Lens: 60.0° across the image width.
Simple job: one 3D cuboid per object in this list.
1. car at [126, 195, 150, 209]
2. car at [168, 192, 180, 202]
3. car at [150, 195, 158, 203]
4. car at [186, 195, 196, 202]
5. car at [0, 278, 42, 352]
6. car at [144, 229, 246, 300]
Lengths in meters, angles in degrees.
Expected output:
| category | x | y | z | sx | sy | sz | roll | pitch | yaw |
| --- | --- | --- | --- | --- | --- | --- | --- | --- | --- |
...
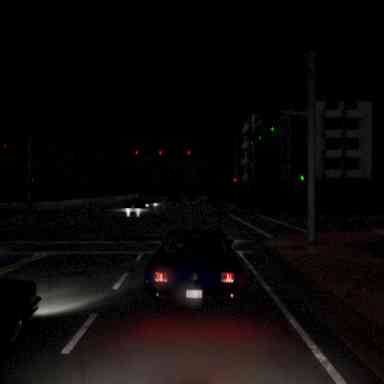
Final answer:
| category | x | y | z | sx | sy | sz | roll | pitch | yaw |
| --- | --- | --- | --- | --- | --- | --- | --- | --- | --- |
| car | -7.178 | 1.365 | 43.298 | 2.033 | 1.411 | 5.357 | 0 | 0 | 0 |
| car | -3.647 | 0.935 | 67.334 | 2.150 | 2.045 | 5.566 | 0 | 0 | 0 |
| car | -7.170 | 1.252 | 60.069 | 1.837 | 1.490 | 4.892 | 0 | 0 | 0 |
| car | -0.147 | 1.317 | 67.358 | 1.895 | 1.301 | 4.718 | 0 | 0 | 0 |
| car | -3.452 | 1.534 | 3.086 | 2.033 | 1.411 | 5.357 | 0 | 0 | 0 |
| car | 0.115 | 1.565 | 8.290 | 1.895 | 1.301 | 4.718 | 0 | 0 | 2 |
